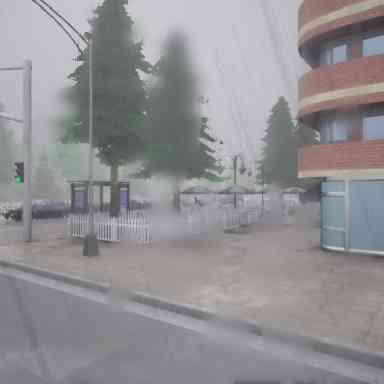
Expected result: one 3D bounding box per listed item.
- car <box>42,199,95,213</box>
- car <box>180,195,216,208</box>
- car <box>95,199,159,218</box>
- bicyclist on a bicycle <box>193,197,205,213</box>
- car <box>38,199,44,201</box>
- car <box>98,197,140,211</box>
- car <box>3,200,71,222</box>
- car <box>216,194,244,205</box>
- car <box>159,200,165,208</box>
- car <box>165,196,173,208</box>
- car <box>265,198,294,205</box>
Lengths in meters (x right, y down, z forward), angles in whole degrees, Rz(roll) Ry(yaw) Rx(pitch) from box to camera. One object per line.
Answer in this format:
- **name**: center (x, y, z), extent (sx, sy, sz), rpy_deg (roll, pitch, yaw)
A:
- **car**: center (-11.265, 1.545, 31.573), extent (1.895, 1.301, 4.718), rpy_deg (0, 0, 36)
- **car**: center (0.816, 1.508, 46.492), extent (4.181, 1.385, 1.994), rpy_deg (0, 0, -43)
- **car**: center (-5.264, 1.449, 27.611), extent (1.837, 1.490, 4.892), rpy_deg (0, 0, 36)
- **bicyclist on a bicycle**: center (0.424, 1.245, 27.312), extent (1.656, 1.620, 0.582), rpy_deg (0, 0, 36)
- **car**: center (-14.562, 1.422, 32.967), extent (1.882, 1.535, 5.008), rpy_deg (0, 0, 36)
- **car**: center (-8.844, 1.422, 40.638), extent (1.882, 1.535, 5.008), rpy_deg (0, 0, 38)
- **car**: center (-11.395, 1.545, 25.103), extent (1.895, 1.301, 4.718), rpy_deg (0, 0, 36)
- **car**: center (6.043, 1.166, 54.938), extent (5.566, 2.045, 2.150), rpy_deg (0, 0, -31)
- **car**: center (-5.796, 1.545, 38.933), extent (1.895, 1.301, 4.718), rpy_deg (0, 0, 37)
- **car**: center (-2.251, 1.296, 48.340), extent (4.553, 1.767, 2.097), rpy_deg (0, 0, -43)
- **car**: center (13.348, 1.545, 50.750), extent (4.718, 1.301, 1.895), rpy_deg (0, 0, -26)
